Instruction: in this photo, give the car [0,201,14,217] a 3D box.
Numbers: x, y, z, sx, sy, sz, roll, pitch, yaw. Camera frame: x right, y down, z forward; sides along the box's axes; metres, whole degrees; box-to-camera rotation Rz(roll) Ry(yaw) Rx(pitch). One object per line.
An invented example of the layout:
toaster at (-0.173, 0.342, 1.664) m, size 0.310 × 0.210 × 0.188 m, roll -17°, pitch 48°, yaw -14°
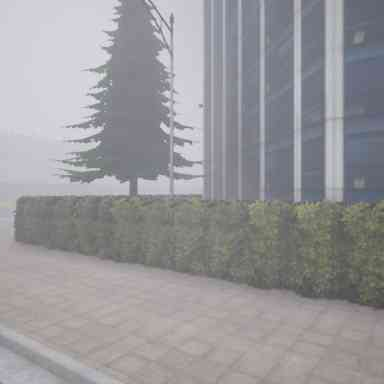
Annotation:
car at (-18.264, 1.421, 28.994) m, size 1.882 × 1.535 × 5.008 m, roll 0°, pitch 0°, yaw 35°
